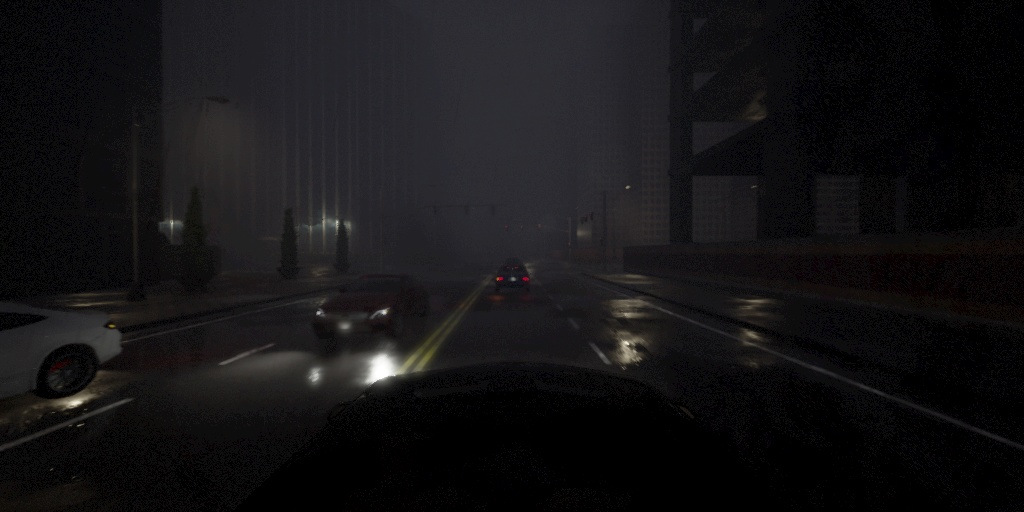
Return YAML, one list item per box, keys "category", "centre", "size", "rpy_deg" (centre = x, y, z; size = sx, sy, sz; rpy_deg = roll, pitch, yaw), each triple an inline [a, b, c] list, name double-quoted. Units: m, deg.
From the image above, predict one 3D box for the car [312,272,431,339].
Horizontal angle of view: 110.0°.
- category: "car"
  centre: [-3.512, 1.194, 9.882]
  size: [1.812, 1.442, 4.674]
  rpy_deg: [0, 0, 0]

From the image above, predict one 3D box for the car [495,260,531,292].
- category: "car"
  centre: [0.050, 1.110, 19.512]
  size: [2.033, 1.411, 5.357]
  rpy_deg: [0, 1, 0]

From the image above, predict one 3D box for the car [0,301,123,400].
- category: "car"
  centre: [-7.087, 1.262, 3.747]
  size: [1.812, 1.442, 4.674]
  rpy_deg: [0, 1, 0]

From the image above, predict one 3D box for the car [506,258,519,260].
- category: "car"
  centre: [0.056, 0.887, 36.785]
  size: [1.837, 1.490, 4.892]
  rpy_deg: [0, 1, 0]
